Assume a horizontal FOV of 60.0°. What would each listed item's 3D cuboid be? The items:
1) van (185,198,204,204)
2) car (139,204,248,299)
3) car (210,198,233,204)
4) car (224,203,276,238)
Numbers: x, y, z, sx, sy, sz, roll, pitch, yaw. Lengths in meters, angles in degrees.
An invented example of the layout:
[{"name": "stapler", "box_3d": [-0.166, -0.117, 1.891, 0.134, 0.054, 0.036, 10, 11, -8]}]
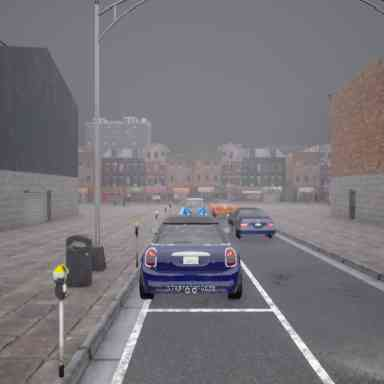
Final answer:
[{"name": "van", "box_3d": [0.190, 1.345, 25.487, 1.690, 1.788, 3.998, -1, 0, 0]}, {"name": "car", "box_3d": [-0.036, 1.352, 8.608, 2.097, 1.767, 4.553, 0, 0, 0]}, {"name": "car", "box_3d": [2.798, 1.358, 30.676, 2.097, 1.767, 4.553, 0, 0, 0]}, {"name": "car", "box_3d": [2.989, 1.548, 17.685, 2.033, 1.411, 5.357, 0, 0, 0]}]
